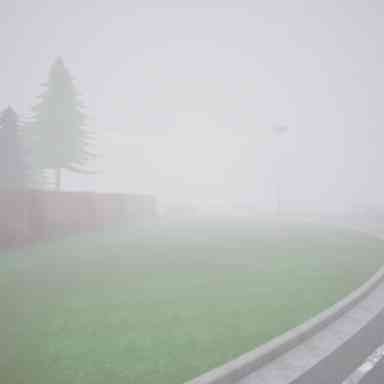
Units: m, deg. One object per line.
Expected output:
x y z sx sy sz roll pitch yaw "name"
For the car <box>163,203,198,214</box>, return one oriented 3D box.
-1.575 2.325 46.364 4.902 1.511 2.128 0 -1 16 "car"
